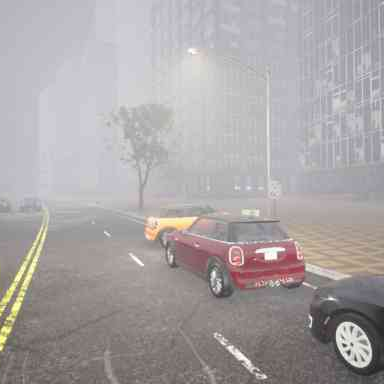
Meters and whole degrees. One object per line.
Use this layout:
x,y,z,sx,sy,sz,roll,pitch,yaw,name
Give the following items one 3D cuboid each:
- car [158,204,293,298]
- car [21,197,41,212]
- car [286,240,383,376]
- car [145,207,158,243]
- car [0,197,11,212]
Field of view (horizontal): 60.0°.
0.836,1.355,8.900,2.097,1.767,4.553,0,0,-22,car
-19.013,1.393,39.353,2.097,1.767,4.553,0,0,-24,car
3.595,1.505,3.441,1.837,1.490,4.892,0,0,-36,car
0.286,1.277,14.544,4.553,1.767,2.097,-3,1,-18,car
-21.976,1.390,38.018,2.097,1.767,4.553,0,0,-24,car
